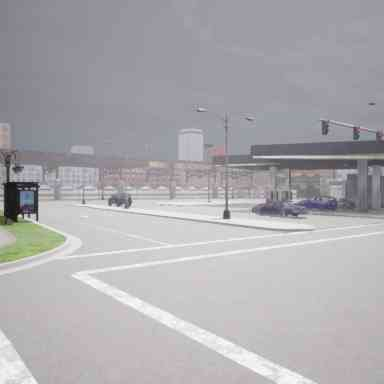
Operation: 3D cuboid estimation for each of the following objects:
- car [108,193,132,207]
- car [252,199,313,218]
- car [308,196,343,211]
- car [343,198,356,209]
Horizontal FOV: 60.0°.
[{"bbox_3d":[-11.347,1.222,52.236,2.150,2.045,5.566,0,0,-35],"label":"car"},{"bbox_3d":[7.950,1.547,30.669,2.033,1.411,5.357,0,0,-35],"label":"car"},{"bbox_3d":[14.343,1.295,38.345,2.242,1.667,4.611,0,0,-35],"label":"car"},{"bbox_3d":[18.617,1.456,42.259,1.970,1.475,3.806,0,0,-35],"label":"car"}]
